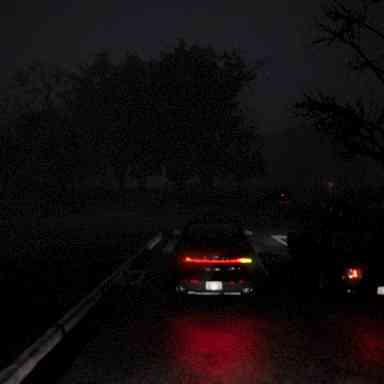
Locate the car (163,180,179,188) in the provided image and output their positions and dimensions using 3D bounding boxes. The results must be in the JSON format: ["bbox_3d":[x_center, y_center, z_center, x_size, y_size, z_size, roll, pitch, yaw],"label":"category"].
[{"bbox_3d":[-4.205,-1.784,69.473,2.097,1.767,4.553,-1,2,-12],"label":"car"}]

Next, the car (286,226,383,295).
[{"bbox_3d":[3.773,1.521,8.443,1.895,1.301,4.718,0,1,3],"label":"car"}]

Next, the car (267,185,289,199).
[{"bbox_3d":[10.283,-0.039,39.932,1.837,1.490,4.892,1,3,1],"label":"car"}]

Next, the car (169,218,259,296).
[{"bbox_3d":[0.533,1.417,8.483,1.837,1.490,4.892,0,1,3],"label":"car"}]

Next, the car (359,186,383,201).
[{"bbox_3d":[20.730,0.084,36.817,5.008,1.535,1.882,-2,3,-27],"label":"car"}]

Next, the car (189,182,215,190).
[{"bbox_3d":[1.780,-1.139,59.714,4.892,1.490,1.837,3,5,33],"label":"car"}]
